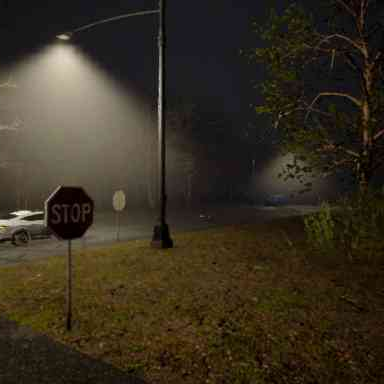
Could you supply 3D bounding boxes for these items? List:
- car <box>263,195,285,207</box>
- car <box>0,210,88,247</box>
[{"bbox_3d":[13.950,1.622,56.263,2.150,2.045,5.566,0,1,36],"label":"car"},{"bbox_3d":[-7.056,1.570,15.370,1.812,1.442,4.674,0,0,36],"label":"car"}]
